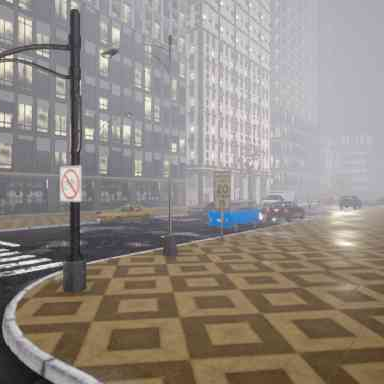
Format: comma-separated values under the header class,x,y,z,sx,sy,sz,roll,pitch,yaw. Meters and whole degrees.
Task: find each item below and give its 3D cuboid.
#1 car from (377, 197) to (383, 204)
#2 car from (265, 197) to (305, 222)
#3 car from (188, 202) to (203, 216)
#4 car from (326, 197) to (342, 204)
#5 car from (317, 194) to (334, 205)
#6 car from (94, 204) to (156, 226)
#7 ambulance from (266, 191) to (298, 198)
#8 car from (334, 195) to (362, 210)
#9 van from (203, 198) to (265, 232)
class,x,y,z,sx,sy,sz,roll,pitch,yaw
car,38.211,1.658,66.514,1.947,1.339,4.313,0,0,38
car,7.623,1.472,26.870,1.967,1.590,4.097,0,0,38
car,1.384,1.604,31.685,1.802,1.307,4.206,0,0,38
car,28.575,1.624,66.924,2.008,1.369,4.403,0,0,38
car,25.176,1.381,62.520,2.192,1.841,5.009,0,0,38
car,-4.733,1.540,23.969,1.752,1.417,4.829,0,0,38
ambulance,10.254,1.063,38.979,2.351,2.431,6.366,0,0,38
car,21.218,1.368,44.490,2.192,1.841,5.009,0,0,38
van,2.652,1.368,20.247,1.690,1.788,3.998,0,0,38
